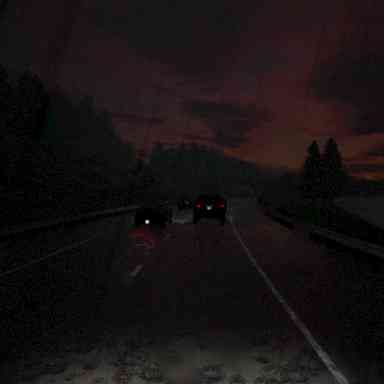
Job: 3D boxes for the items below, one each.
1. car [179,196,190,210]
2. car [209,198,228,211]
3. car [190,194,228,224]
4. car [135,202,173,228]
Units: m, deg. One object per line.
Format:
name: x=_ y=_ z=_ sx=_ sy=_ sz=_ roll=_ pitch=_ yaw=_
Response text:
car: x=-0.264 y=1.257 z=40.551 sx=2.097 sy=1.767 sz=4.553 roll=0 pitch=0 yaw=8
car: x=3.388 y=1.455 z=41.414 sx=2.033 sy=1.411 sz=5.357 roll=0 pitch=0 yaw=9
car: x=1.303 y=1.164 z=24.347 sx=2.150 sy=2.045 sz=5.566 roll=0 pitch=0 yaw=4
car: x=-2.423 y=1.454 z=21.823 sx=1.837 sy=1.490 sz=4.892 roll=0 pitch=1 yaw=5
